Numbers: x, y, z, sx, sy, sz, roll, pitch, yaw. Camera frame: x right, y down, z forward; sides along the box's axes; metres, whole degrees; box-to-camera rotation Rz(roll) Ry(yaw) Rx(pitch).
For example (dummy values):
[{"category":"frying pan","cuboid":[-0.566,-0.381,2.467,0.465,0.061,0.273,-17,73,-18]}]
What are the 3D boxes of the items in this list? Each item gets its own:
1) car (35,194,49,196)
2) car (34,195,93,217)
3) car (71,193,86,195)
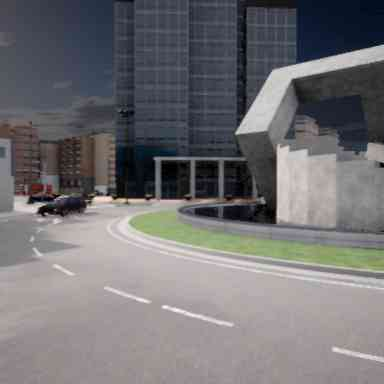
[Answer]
[{"category":"car","cuboid":[-22.360,0.948,50.151,4.718,1.301,1.895,1,1,39]},{"category":"car","cuboid":[-10.428,1.193,27.149,2.033,1.411,5.357,0,1,7]},{"category":"car","cuboid":[-14.312,0.954,42.403,1.837,1.490,4.892,-1,1,-40]}]
